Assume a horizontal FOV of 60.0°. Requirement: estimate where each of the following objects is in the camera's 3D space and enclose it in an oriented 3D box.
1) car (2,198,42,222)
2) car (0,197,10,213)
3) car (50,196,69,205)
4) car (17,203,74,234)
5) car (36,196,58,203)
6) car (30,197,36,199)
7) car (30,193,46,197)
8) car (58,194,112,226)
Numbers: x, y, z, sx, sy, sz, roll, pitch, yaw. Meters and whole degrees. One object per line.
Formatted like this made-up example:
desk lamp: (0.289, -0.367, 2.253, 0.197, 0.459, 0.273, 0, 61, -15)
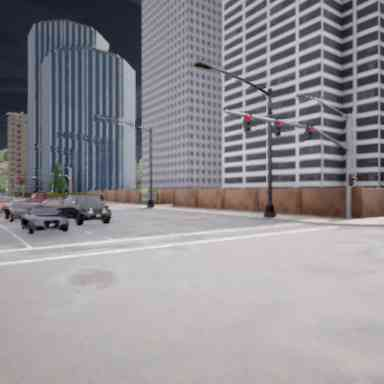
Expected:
car: (-13.533, 1.496, 26.303, 1.837, 1.490, 4.892, 0, 0, -35)
car: (-19.176, 1.343, 34.319, 2.097, 1.767, 4.553, 0, 0, -35)
car: (-23.633, 1.516, 59.177, 2.033, 1.411, 5.357, 0, 0, -34)
car: (-8.561, 1.555, 19.253, 1.994, 1.385, 4.181, 0, 0, -35)
car: (-13.496, 1.462, 32.328, 1.882, 1.535, 5.008, 0, 0, -35)
car: (-19.410, 1.584, 40.749, 1.895, 1.301, 4.718, 0, 0, -35)
car: (-26.225, 1.198, 56.795, 2.150, 2.045, 5.566, 0, 0, -35)
car: (-7.710, 1.206, 24.118, 2.150, 2.045, 5.566, 0, 0, -35)
